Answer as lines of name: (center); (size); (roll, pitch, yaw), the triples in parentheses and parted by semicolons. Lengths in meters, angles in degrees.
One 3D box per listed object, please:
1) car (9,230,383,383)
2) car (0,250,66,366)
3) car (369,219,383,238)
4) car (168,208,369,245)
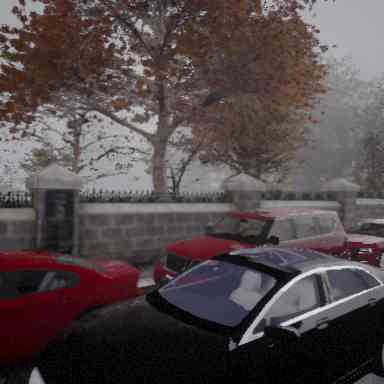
car: (0.786, 1.502, 3.934); (4.902, 1.511, 2.128); (0, 0, -35)
car: (-2.864, 1.546, 4.500); (4.507, 1.381, 1.887); (0, 1, -35)
car: (6.138, 1.578, 10.903); (4.507, 1.381, 1.887); (0, 1, -35)
car: (1.639, 1.332, 7.698); (5.009, 1.841, 2.192); (0, 1, -35)
